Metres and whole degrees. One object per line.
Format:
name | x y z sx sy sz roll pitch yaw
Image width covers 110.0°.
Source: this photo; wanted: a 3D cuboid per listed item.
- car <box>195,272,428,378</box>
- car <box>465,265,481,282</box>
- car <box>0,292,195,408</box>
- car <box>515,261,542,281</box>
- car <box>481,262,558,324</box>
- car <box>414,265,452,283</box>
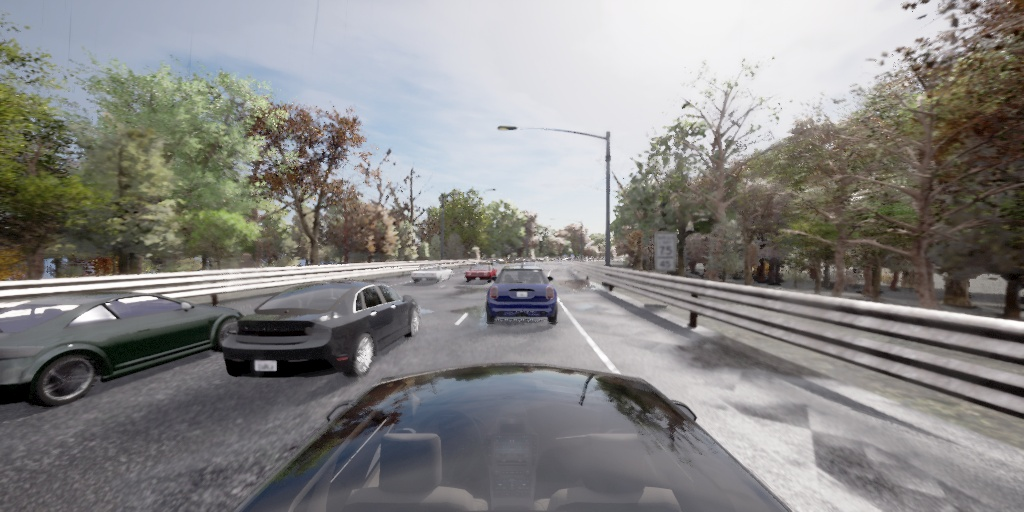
car | -3.296 1.245 7.286 1.837 1.490 4.892 0 0 1
car | -2.276 1.323 27.828 1.895 1.301 4.718 0 0 5
car | -6.812 1.299 6.187 1.994 1.385 4.181 0 0 1
car | 1.548 1.224 31.265 2.128 1.511 4.902 0 0 5
car | 0.344 1.095 12.181 2.097 1.767 4.553 0 0 2
car | -5.865 1.311 26.843 1.895 1.301 4.718 0 0 4
